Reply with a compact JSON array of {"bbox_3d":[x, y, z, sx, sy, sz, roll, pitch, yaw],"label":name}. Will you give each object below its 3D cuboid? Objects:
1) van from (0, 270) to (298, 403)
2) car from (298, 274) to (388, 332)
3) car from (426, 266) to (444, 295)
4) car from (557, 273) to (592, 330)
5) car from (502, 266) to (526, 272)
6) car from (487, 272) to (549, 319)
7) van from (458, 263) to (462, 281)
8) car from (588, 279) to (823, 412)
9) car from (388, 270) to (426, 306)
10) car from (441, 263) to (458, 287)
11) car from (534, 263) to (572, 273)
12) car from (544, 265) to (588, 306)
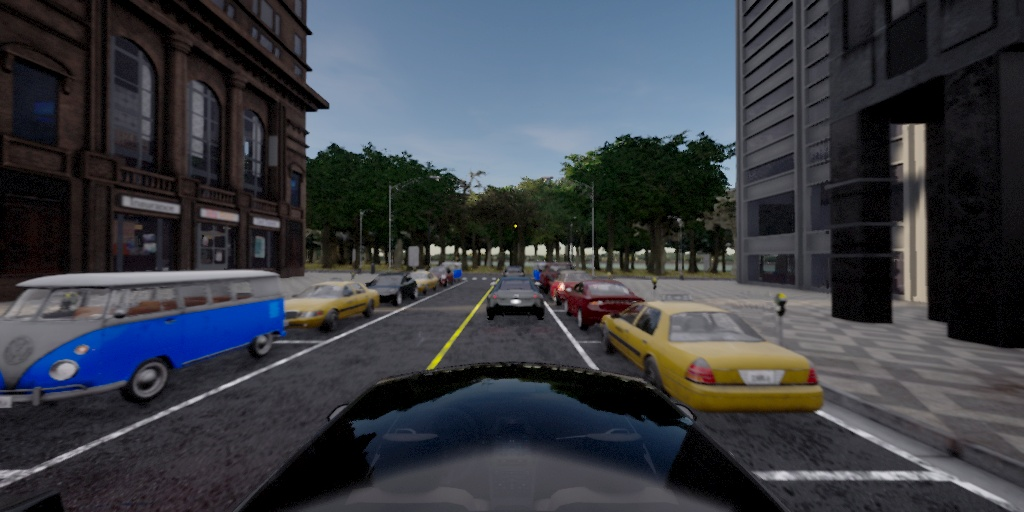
[{"bbox_3d":[-5.756,1.147,6.125,1.690,1.789,3.998,0,0,0],"label":"van"},{"bbox_3d":[-5.743,1.402,11.392,1.751,1.417,4.829,0,0,0],"label":"car"},{"bbox_3d":[-5.716,1.545,22.266,1.751,1.417,4.829,0,0,0],"label":"car"},{"bbox_3d":[2.783,1.424,11.541,1.888,1.381,4.507,0,0,0],"label":"car"},{"bbox_3d":[0.168,1.624,30.880,2.128,1.511,4.902,0,-1,0],"label":"car"},{"bbox_3d":[0.126,1.468,13.558,1.994,1.385,4.181,0,-1,0],"label":"car"},{"bbox_3d":[-5.689,1.505,33.310,1.690,1.789,3.998,0,0,0],"label":"van"},{"bbox_3d":[2.770,1.333,6.274,1.751,1.417,4.829,0,0,0],"label":"car"},{"bbox_3d":[-5.729,1.514,16.999,1.948,1.339,4.313,0,0,0],"label":"car"},{"bbox_3d":[-5.702,1.532,27.873,1.967,1.591,4.097,0,0,0],"label":"car"},{"bbox_3d":[2.809,1.336,22.415,2.192,1.841,5.009,0,0,0],"label":"car"},{"bbox_3d":[2.796,1.390,16.978,1.967,1.591,4.097,0,0,0],"label":"car"}]
